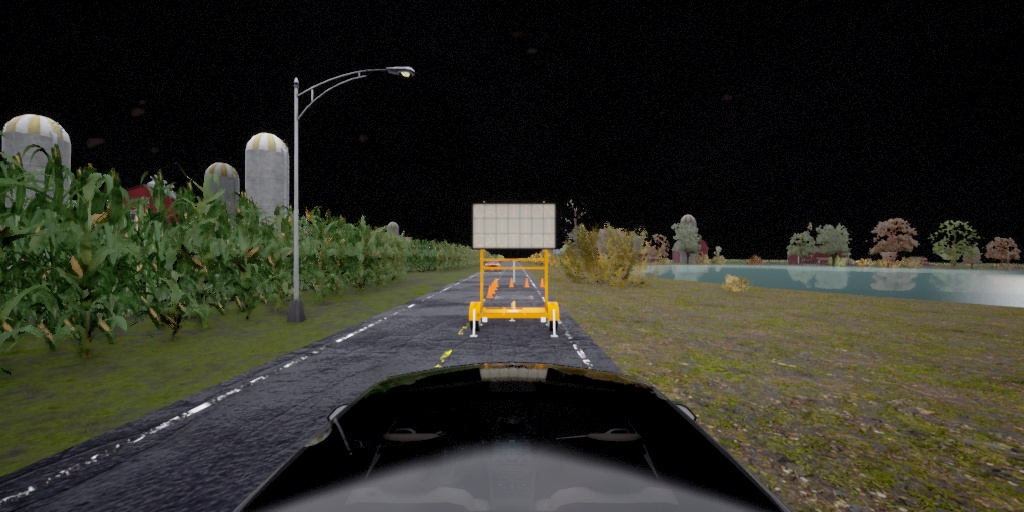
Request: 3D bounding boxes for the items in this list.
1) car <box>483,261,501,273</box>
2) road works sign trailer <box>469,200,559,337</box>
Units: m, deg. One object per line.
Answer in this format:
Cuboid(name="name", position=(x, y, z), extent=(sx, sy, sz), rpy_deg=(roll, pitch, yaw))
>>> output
Cuboid(name="car", position=(-2.474, 1.152, 45.605), extent=(2.097, 1.767, 4.553), rpy_deg=(0, 0, 0))
Cuboid(name="road works sign trailer", position=(0.061, 0.217, 10.274), extent=(2.380, 3.560, 2.880), rpy_deg=(0, 0, 0))
